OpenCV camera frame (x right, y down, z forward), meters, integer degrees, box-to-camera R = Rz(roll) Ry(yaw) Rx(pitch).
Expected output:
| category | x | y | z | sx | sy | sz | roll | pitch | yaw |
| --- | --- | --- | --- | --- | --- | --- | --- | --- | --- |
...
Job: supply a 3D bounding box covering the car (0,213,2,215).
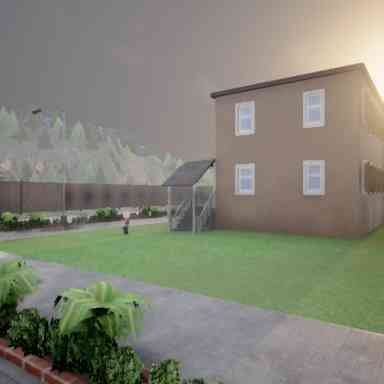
| category | x | y | z | sx | sy | sz | roll | pitch | yaw |
| --- | --- | --- | --- | --- | --- | --- | --- | --- | --- |
| car | -12.965 | 1.517 | 18.888 | 1.837 | 1.490 | 4.892 | 0 | 0 | 35 |
